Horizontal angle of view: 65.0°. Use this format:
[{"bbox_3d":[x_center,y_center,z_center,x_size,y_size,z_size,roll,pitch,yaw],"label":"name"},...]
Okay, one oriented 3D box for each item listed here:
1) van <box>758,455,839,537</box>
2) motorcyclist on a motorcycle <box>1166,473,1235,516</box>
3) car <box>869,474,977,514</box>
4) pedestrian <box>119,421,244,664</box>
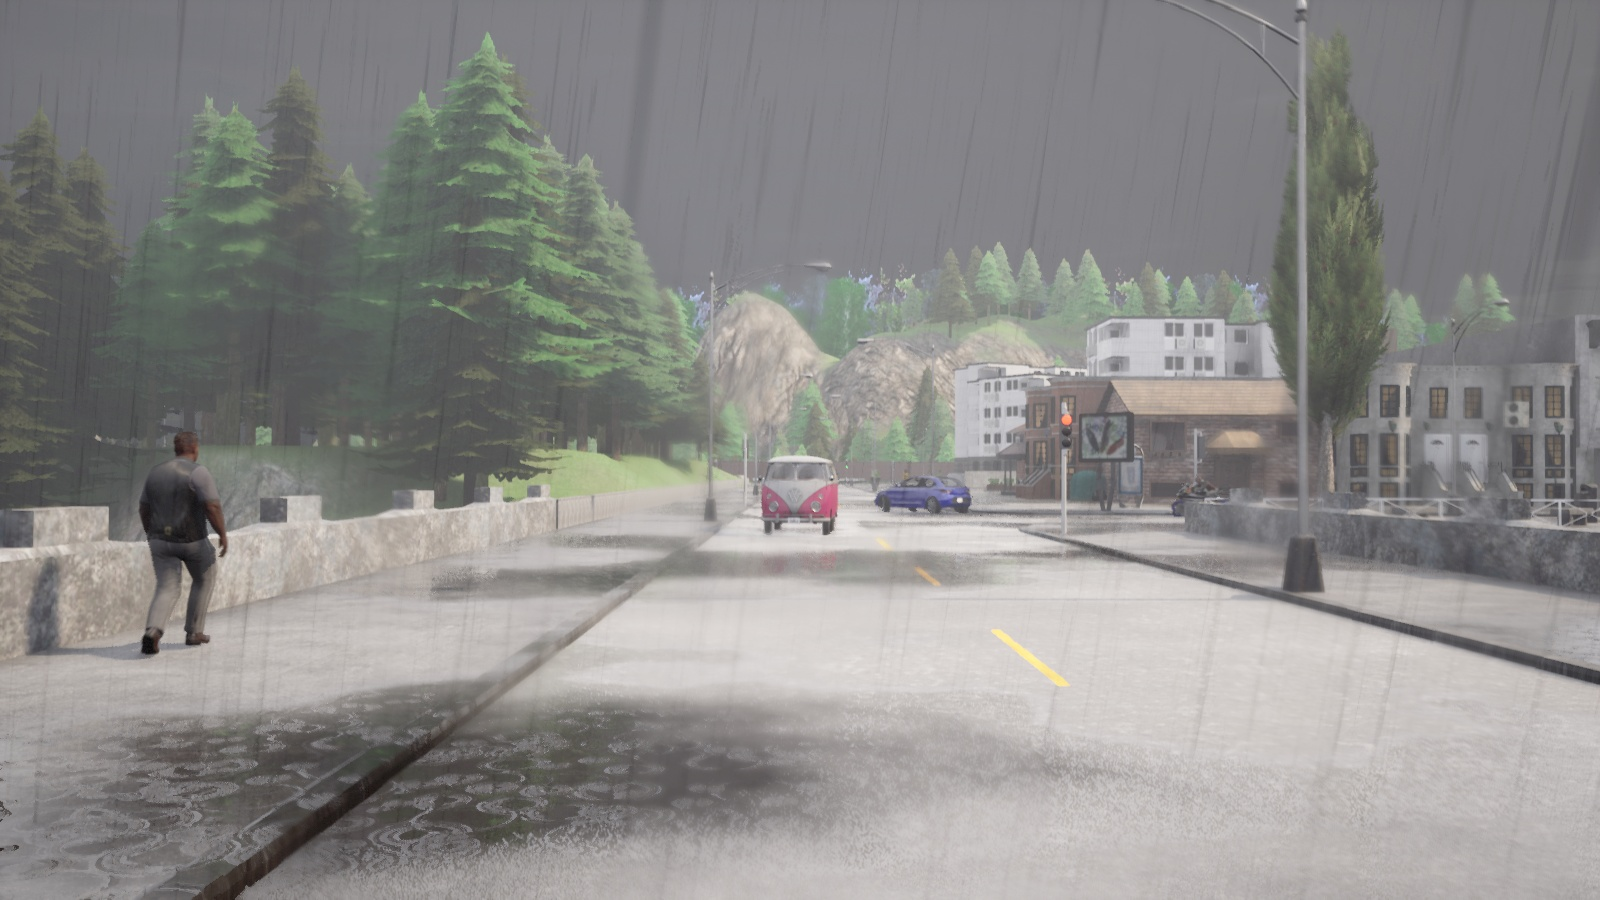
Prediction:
[{"bbox_3d":[0.027,1.147,32.444,1.775,1.987,4.442,0,-1,4],"label":"van"},{"bbox_3d":[14.565,1.607,45.707,2.191,1.530,0.866,0,-1,0],"label":"motorcyclist on a motorcycle"},{"bbox_3d":[4.790,1.690,49.456,1.816,1.474,4.193,0,-1,-38],"label":"car"},{"bbox_3d":[-4.991,0.728,10.175,0.563,1.883,0.849,0,-1,3],"label":"pedestrian"}]
